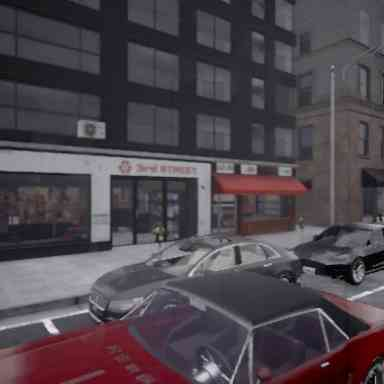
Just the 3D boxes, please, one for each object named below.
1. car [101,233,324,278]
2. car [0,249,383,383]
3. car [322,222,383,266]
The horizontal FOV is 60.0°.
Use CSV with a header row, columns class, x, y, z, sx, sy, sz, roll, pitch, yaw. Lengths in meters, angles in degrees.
class,x,y,z,sx,sy,sz,roll,pitch,yaw
car,0.288,1.558,6.393,4.403,1.369,2.008,0,0,-35
car,0.162,1.604,3.186,4.718,1.301,1.895,0,0,-35
car,4.693,1.582,9.533,4.313,1.339,1.947,0,0,-35
